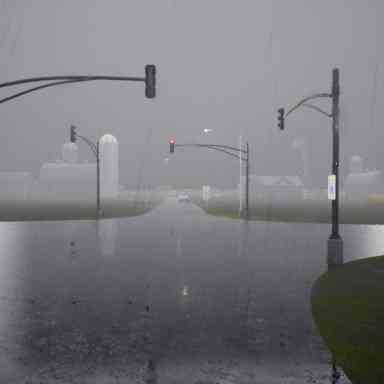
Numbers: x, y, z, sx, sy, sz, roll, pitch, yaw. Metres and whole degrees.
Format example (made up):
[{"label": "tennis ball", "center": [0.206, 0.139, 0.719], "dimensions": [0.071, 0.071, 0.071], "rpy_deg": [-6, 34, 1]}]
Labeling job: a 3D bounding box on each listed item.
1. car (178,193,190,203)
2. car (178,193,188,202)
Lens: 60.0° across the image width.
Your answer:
[{"label": "car", "center": [-1.526, 1.553, 69.932], "dimensions": [1.812, 1.442, 4.674], "rpy_deg": [0, 0, -3]}, {"label": "car", "center": [-2.113, 1.189, 79.966], "dimensions": [2.150, 2.045, 5.566], "rpy_deg": [0, 0, -4]}]
